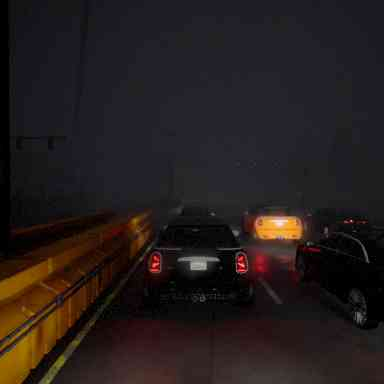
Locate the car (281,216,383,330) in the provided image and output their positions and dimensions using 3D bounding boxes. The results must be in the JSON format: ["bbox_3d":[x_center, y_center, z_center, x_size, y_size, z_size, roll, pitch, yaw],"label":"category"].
[{"bbox_3d":[3.621,1.492,6.872,2.128,1.511,4.902,0,0,0],"label":"car"}]

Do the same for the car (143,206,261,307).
[{"bbox_3d":[0.125,1.352,8.112,2.097,1.767,4.553,0,0,0],"label":"car"}]

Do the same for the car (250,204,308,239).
[{"bbox_3d":[3.655,1.352,15.983,2.097,1.767,4.553,0,0,0],"label":"car"}]

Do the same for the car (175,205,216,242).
[{"bbox_3d":[0.158,1.505,17.288,1.837,1.490,4.892,0,0,0],"label":"car"}]

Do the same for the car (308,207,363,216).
[{"bbox_3d":[7.157,1.505,16.852,1.837,1.490,4.892,0,0,0],"label":"car"}]
